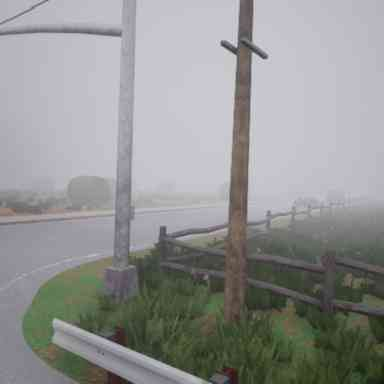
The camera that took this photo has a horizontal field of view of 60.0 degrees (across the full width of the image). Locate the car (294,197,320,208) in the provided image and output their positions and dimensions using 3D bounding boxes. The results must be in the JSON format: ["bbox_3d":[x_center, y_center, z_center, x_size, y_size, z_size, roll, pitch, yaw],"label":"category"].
[{"bbox_3d":[13.424,1.201,38.563,1.895,1.301,4.718,3,2,33],"label":"car"}]

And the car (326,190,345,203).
[{"bbox_3d":[23.036,0.793,53.228,2.150,2.045,5.566,3,2,33],"label":"car"}]

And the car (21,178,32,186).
[{"bbox_3d":[-39.107,-2.298,79.193,1.905,1.878,3.866,8,2,-13],"label":"car"}]
